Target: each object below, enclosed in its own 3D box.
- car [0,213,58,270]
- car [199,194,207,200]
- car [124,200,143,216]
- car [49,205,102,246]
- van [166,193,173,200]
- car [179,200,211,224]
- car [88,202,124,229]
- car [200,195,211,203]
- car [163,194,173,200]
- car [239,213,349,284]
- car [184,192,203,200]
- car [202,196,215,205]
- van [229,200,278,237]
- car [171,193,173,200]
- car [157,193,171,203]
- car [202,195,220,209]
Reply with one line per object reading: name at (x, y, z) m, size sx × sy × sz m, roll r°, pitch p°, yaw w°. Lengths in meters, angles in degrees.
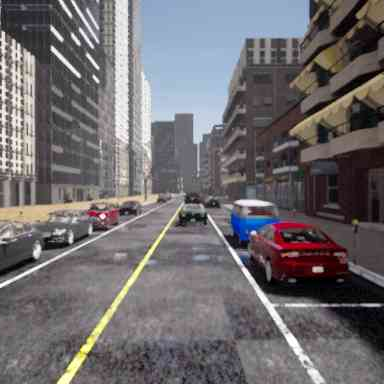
car at (-5.705, 1.513, 9.287) m, size 2.008 × 1.369 × 4.403 m, roll 0°, pitch 0°, yaw 0°
car at (2.580, 1.258, 81.095) m, size 1.887 × 1.381 × 4.507 m, roll 0°, pitch 0°, yaw 0°
car at (-5.734, 1.439, 31.379) m, size 1.947 × 1.339 × 4.313 m, roll 0°, pitch 0°, yaw 0°
car at (-5.713, 1.491, 14.811) m, size 2.008 × 1.369 × 4.403 m, roll 0°, pitch 0°, yaw 0°
van at (-5.808, 1.042, 86.607) m, size 1.690 × 1.788 × 3.998 m, roll 0°, pitch 0°, yaw 0°
car at (0.071, 1.504, 23.446) m, size 1.895 × 1.301 × 4.718 m, roll 0°, pitch 0°, yaw 0°
car at (-5.720, 1.357, 20.333) m, size 1.967 × 1.590 × 4.097 m, roll 0°, pitch 0°, yaw 0°
car at (2.602, 1.306, 64.527) m, size 1.887 × 1.381 × 4.507 m, roll 0°, pitch 0°, yaw 0°
car at (-5.800, 1.281, 81.085) m, size 1.947 × 1.339 × 4.313 m, roll 0°, pitch 0°, yaw 0°
car at (2.676, 1.505, 9.298) m, size 1.887 × 1.381 × 4.507 m, roll 0°, pitch 0°, yaw 0°
car at (0.042, 1.044, 45.395) m, size 2.150 × 2.045 × 5.566 m, roll 0°, pitch 0°, yaw 0°
car at (2.616, 1.320, 53.651) m, size 1.752 × 1.417 × 4.829 m, roll 0°, pitch 0°, yaw 0°
van at (2.668, 1.279, 14.820) m, size 1.690 × 1.788 × 3.998 m, roll 0°, pitch 0°, yaw 0°
car at (-5.794, 1.045, 75.561) m, size 2.192 × 1.841 × 5.009 m, roll 0°, pitch 0°, yaw 0°
car at (-5.778, 1.329, 64.517) m, size 1.947 × 1.339 × 4.313 m, roll 0°, pitch 0°, yaw 0°
car at (2.632, 1.397, 42.436) m, size 1.947 × 1.339 × 4.313 m, roll 0°, pitch 0°, yaw 0°
